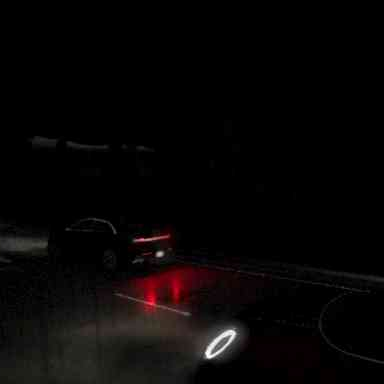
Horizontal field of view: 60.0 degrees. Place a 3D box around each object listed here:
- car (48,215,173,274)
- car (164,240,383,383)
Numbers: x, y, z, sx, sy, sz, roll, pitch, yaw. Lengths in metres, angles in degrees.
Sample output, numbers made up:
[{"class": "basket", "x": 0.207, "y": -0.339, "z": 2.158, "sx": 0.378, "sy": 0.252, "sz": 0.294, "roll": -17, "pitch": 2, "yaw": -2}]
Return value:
[{"class": "car", "x": -2.753, "y": 1.486, "z": 10.659, "sx": 4.902, "sy": 1.511, "sz": 2.128, "roll": 0, "pitch": 0, "yaw": 39}, {"class": "car", "x": 2.231, "y": 1.353, "z": 2.495, "sx": 4.553, "sy": 1.767, "sz": 2.097, "roll": 0, "pitch": 0, "yaw": 36}]
